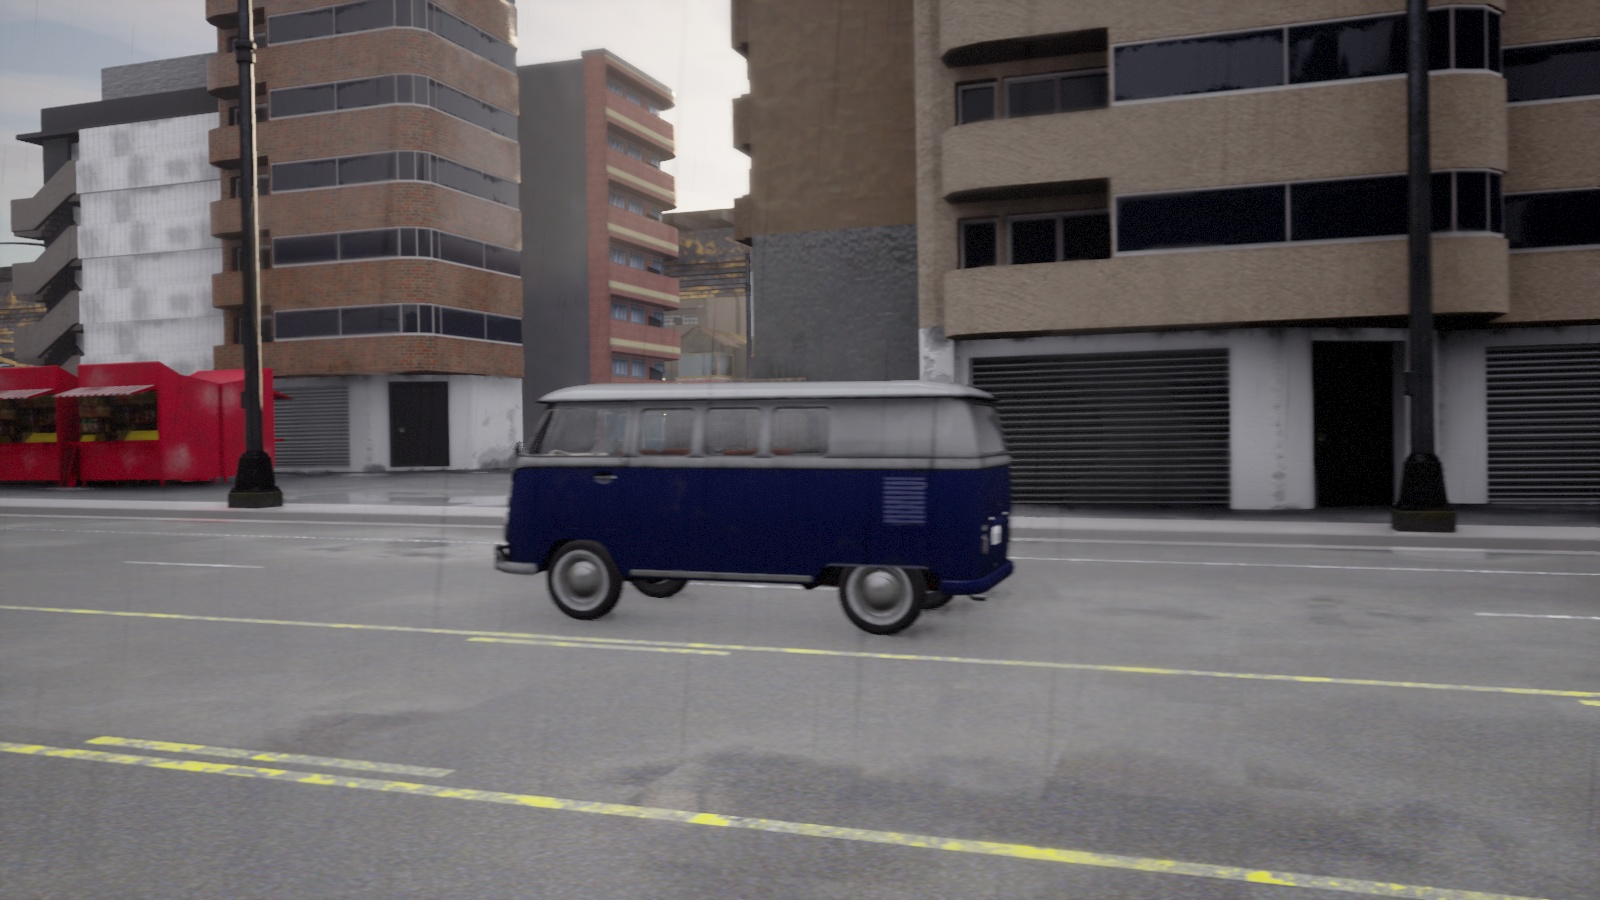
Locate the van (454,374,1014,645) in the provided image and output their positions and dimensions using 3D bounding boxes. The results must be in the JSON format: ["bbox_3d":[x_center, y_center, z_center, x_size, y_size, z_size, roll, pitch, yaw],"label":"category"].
[{"bbox_3d":[-0.539,0.406,10.756,4.442,1.987,1.775,1,1,19],"label":"van"}]
